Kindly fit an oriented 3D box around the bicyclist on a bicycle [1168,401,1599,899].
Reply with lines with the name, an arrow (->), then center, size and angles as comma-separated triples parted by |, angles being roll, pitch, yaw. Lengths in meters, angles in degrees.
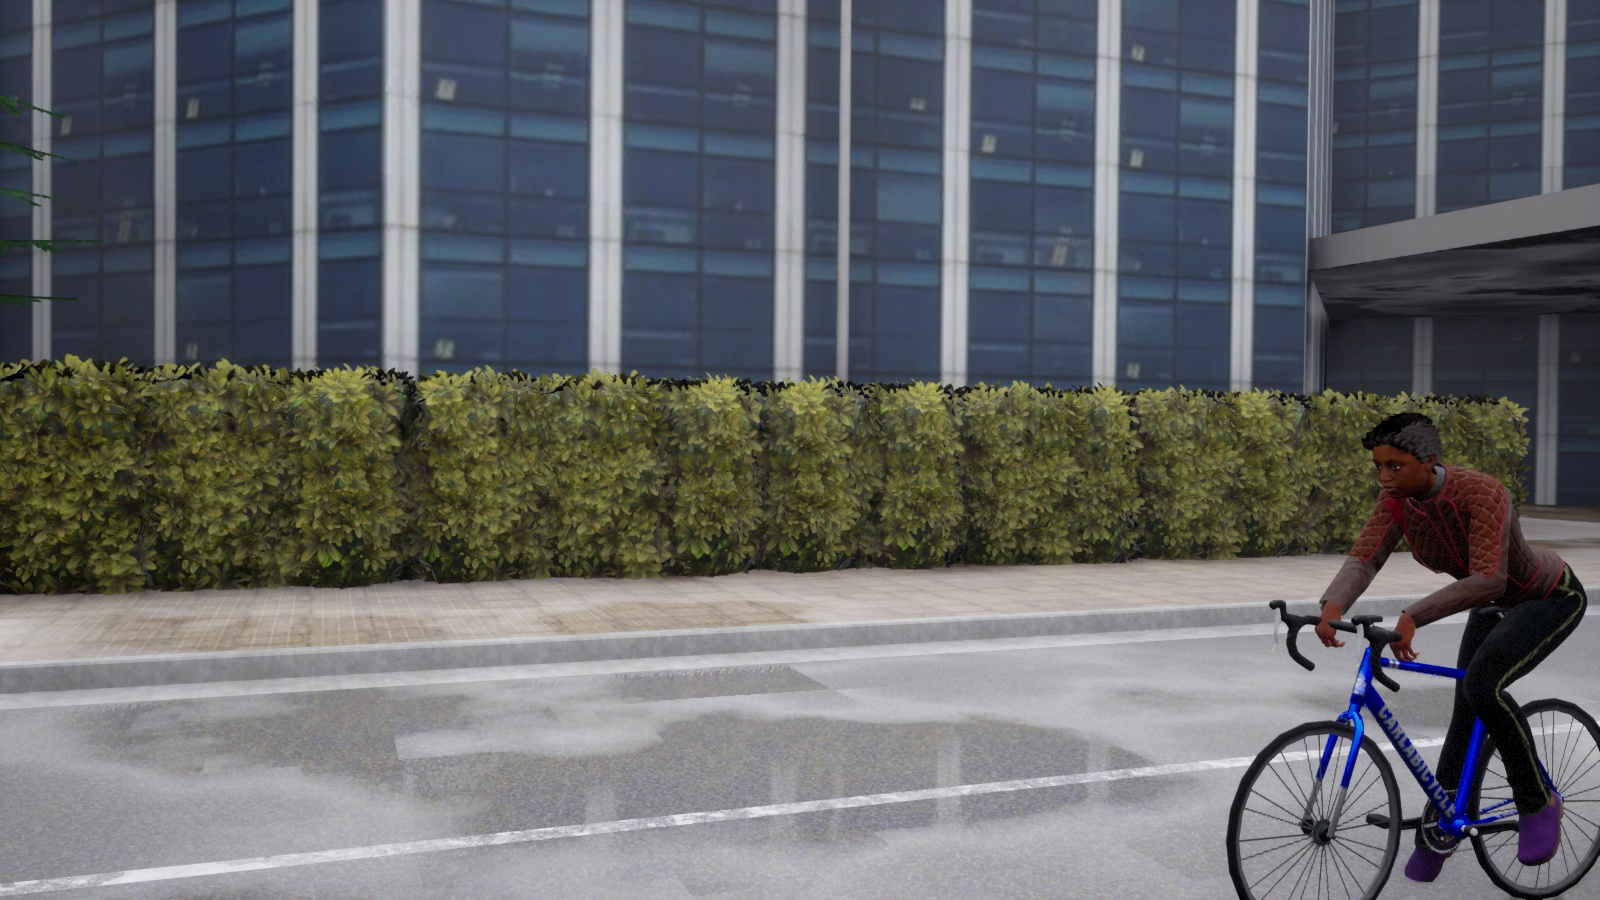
bicyclist on a bicycle -> 2.059, 0.663, 4.021 | 1.656, 1.620, 0.582 | -1, 1, -21
